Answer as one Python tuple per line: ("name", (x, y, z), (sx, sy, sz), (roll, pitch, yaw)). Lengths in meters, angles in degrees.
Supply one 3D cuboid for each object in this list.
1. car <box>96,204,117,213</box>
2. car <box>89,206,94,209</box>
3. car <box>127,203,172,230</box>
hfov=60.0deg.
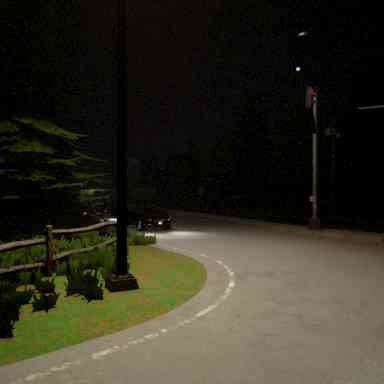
("car", (-7.034, 1.537, 29.759), (1.994, 1.385, 4.181), (0, 0, -24))
("car", (-11.202, 1.499, 39.096), (1.812, 1.442, 4.674), (0, 0, -24))
("car", (-2.806, 1.479, 20.555), (1.837, 1.490, 4.892), (0, 0, -26))
